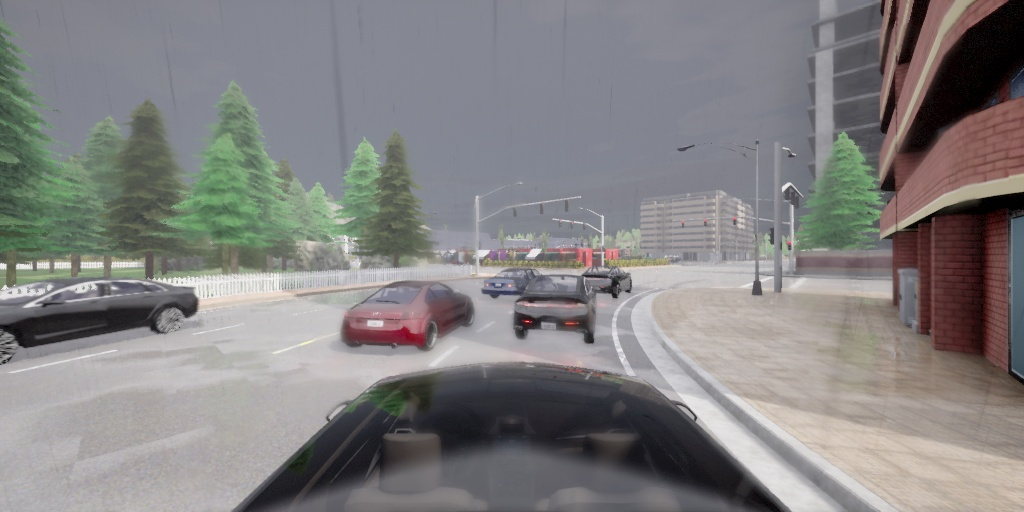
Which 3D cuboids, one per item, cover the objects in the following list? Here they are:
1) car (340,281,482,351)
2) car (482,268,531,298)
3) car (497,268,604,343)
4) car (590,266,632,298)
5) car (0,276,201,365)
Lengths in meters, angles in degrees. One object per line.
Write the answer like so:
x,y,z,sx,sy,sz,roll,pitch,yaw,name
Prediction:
-2.361,1.314,9.117,1.994,1.385,4.181,0,0,10,car
0.473,1.297,17.834,2.033,1.411,5.357,0,0,25,car
1.349,1.242,9.787,2.128,1.511,4.902,0,0,14,car
4.846,1.236,18.346,2.128,1.511,4.902,1,1,29,car
-9.875,1.242,7.964,2.128,1.511,4.902,0,0,10,car
